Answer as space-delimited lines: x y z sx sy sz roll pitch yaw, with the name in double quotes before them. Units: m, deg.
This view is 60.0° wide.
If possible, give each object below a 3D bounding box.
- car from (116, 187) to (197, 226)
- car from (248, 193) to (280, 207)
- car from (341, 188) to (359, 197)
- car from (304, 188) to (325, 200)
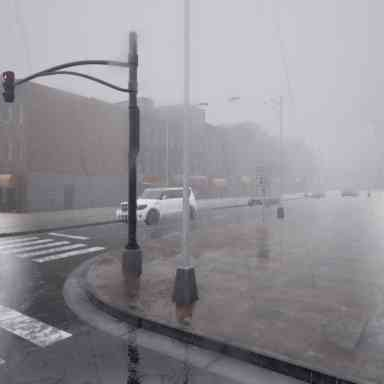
"car" -1.926 0.751 19.832 2.150 2.045 5.566 0 2 36
"car" 7.057 0.697 32.436 1.994 1.385 4.181 0 2 35
"car" 24.996 0.090 52.515 2.033 1.411 5.357 0 2 35
"car" 17.102 0.225 46.375 2.128 1.511 4.902 0 1 36
